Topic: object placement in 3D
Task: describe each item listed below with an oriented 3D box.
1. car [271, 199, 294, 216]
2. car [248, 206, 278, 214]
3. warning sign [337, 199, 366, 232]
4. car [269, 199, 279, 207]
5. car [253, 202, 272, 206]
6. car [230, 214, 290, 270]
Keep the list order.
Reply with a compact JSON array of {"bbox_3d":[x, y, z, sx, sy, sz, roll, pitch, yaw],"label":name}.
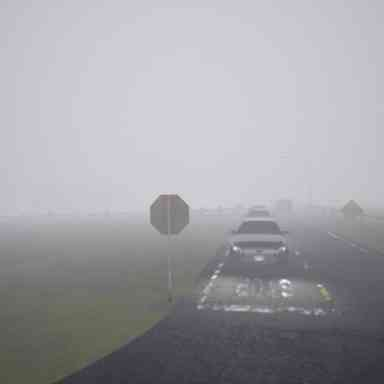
[{"bbox_3d":[10.975,1.842,40.111,2.150,2.045,5.566,-1,-1,12],"label":"car"},{"bbox_3d":[4.422,1.887,21.928,1.812,1.442,4.674,-1,-1,11],"label":"car"},{"bbox_3d":[9.341,1.361,19.490,1.300,1.860,1.060,0,0,11],"label":"warning sign"},{"bbox_3d":[20.749,2.738,84.489,2.097,1.767,4.553,-1,-1,11],"label":"car"},{"bbox_3d":[6.503,2.010,32.366,1.882,1.535,5.008,-1,-1,11],"label":"car"},{"bbox_3d":[2.441,1.727,12.059,1.812,1.442,4.674,-1,-1,12],"label":"car"}]
